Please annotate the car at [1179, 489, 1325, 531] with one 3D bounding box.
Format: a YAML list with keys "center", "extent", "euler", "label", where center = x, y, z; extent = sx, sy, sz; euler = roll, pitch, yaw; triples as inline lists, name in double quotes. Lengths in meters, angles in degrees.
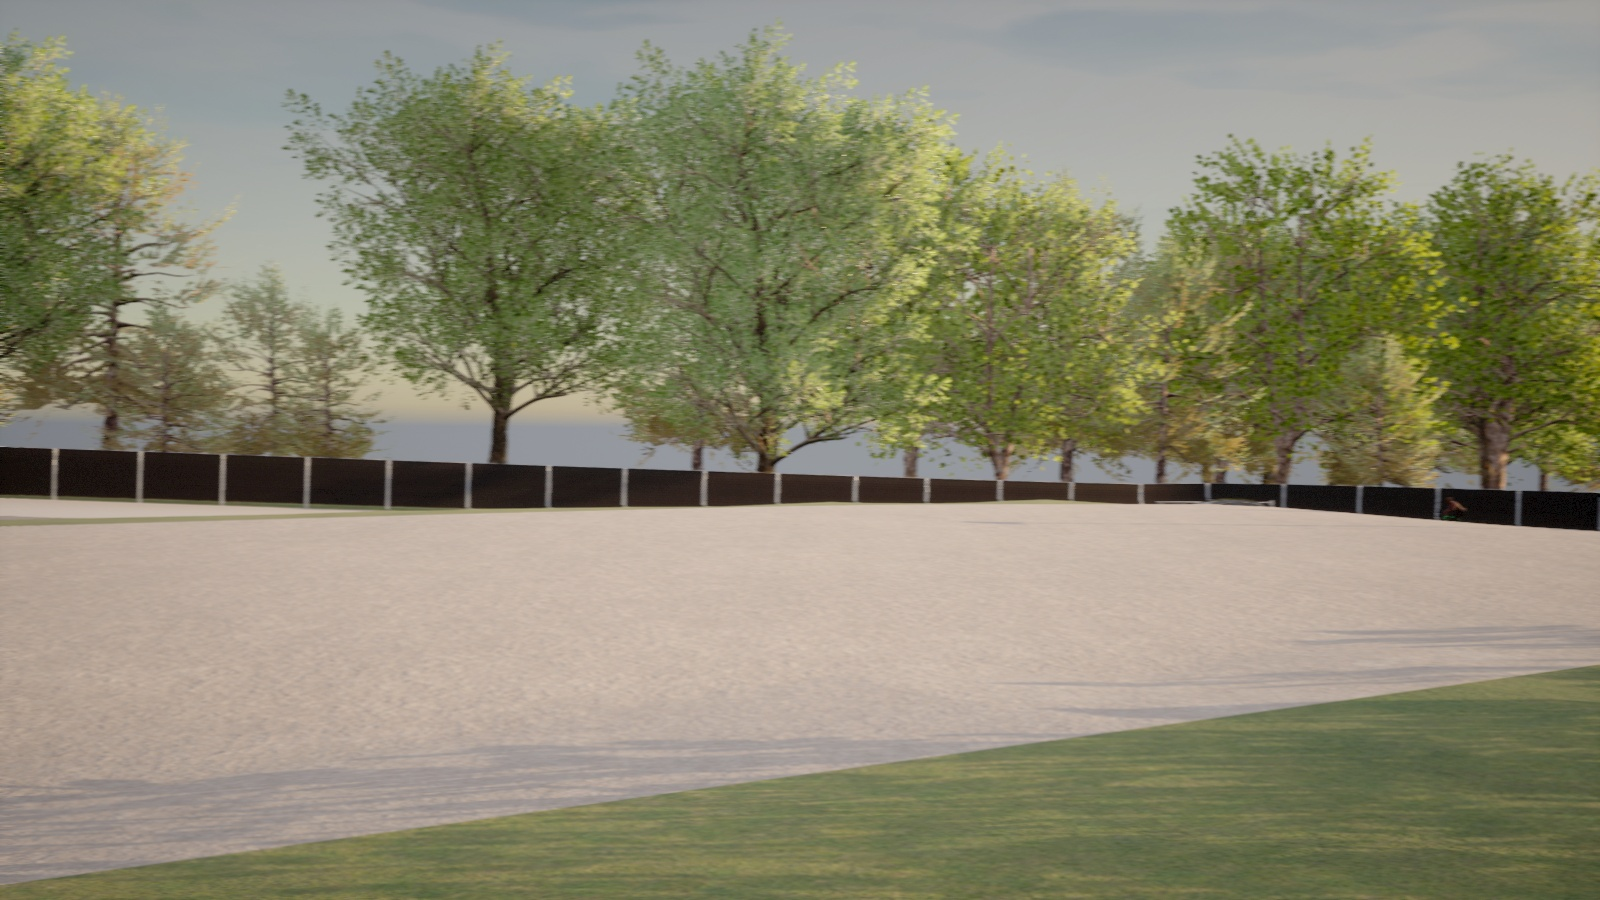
- center: [17.143, 2.259, 47.766]
  extent: [4.892, 1.490, 1.837]
  euler: [0, 1, -1]
  label: "car"
